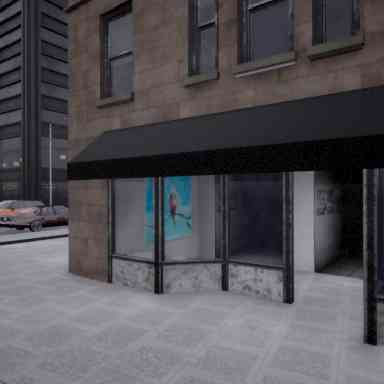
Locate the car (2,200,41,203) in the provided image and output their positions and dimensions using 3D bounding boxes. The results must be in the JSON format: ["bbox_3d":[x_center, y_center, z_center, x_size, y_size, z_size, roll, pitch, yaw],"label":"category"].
[{"bbox_3d":[-11.369,1.311,21.013,2.097,1.767,4.553,0,0,35],"label":"car"}]

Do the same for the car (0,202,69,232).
[{"bbox_3d":[-8.451,1.491,19.765,2.033,1.411,5.357,0,0,35],"label":"car"}]
